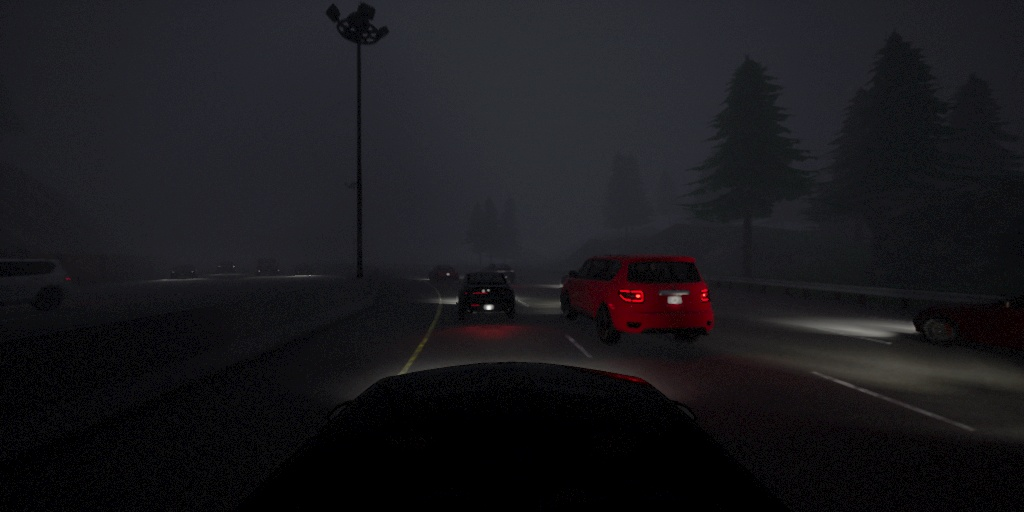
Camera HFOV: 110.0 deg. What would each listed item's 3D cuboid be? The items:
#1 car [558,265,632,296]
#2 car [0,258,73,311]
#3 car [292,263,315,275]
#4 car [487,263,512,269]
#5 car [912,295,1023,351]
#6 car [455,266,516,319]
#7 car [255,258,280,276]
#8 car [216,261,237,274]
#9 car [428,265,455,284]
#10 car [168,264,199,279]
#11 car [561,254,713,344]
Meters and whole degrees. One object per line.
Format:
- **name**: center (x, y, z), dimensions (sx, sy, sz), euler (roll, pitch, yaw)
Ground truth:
- **car**: center (4.602, 1.326, 20.898), dimensions (2.033, 1.411, 5.357), euler (0, 0, -14)
- **car**: center (-18.723, 1.097, 12.278), dimensions (2.150, 2.045, 5.566), euler (0, 0, -11)
- **car**: center (-24.749, 1.554, 42.539), dimensions (1.994, 1.385, 4.181), euler (0, 0, -37)
- **car**: center (-1.217, 1.320, 28.109), dimensions (2.128, 1.511, 4.902), euler (0, 0, -19)
- **car**: center (10.191, 1.235, 6.248), dimensions (1.812, 1.442, 4.674), euler (0, 0, -3)
- **car**: center (-1.043, 1.291, 13.127), dimensions (1.837, 1.490, 4.892), euler (0, 0, -8)
- **car**: center (-28.670, 1.230, 41.962), dimensions (2.150, 2.045, 5.566), euler (0, 0, -38)
- **car**: center (-37.985, 1.424, 47.696), dimensions (2.097, 1.767, 4.553), euler (0, 0, -40)
- **car**: center (-5.847, 1.422, 30.462), dimensions (1.994, 1.385, 4.181), euler (0, 0, -22)
- **car**: center (-33.483, 1.545, 36.745), dimensions (1.812, 1.442, 4.674), euler (0, 0, -38)
- **car**: center (2.951, 0.978, 9.797), dimensions (2.150, 2.045, 5.566), euler (0, 0, -6)
